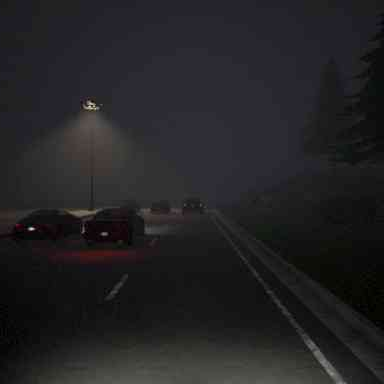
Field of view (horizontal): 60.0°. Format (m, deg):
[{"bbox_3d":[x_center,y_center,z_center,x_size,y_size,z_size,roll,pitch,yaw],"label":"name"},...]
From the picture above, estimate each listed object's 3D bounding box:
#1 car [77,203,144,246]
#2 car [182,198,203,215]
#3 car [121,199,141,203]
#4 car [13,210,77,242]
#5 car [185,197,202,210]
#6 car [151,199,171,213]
[{"bbox_3d":[-3.399,1.477,15.373,1.882,1.535,5.008,0,0,0],"label":"car"},{"bbox_3d":[0.096,1.352,34.603,2.097,1.767,4.553,0,0,0],"label":"car"},{"bbox_3d":[-6.892,1.504,37.203,1.837,1.490,4.892,0,0,0],"label":"car"},{"bbox_3d":[-6.899,1.564,16.334,1.994,1.385,4.181,0,0,0],"label":"car"},{"bbox_3d":[0.236,1.491,43.840,2.128,1.511,4.902,0,0,2],"label":"car"},{"bbox_3d":[-3.395,1.491,36.600,2.128,1.511,4.902,0,0,0],"label":"car"}]
